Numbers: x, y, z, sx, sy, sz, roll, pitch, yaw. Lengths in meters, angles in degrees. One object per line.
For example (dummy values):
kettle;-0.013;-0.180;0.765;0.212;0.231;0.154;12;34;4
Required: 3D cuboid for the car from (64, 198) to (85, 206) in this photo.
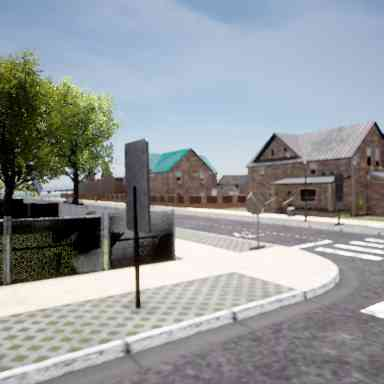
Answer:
car;-16.652;1.506;46.790;2.033;1.411;5.357;-2;1;-33
